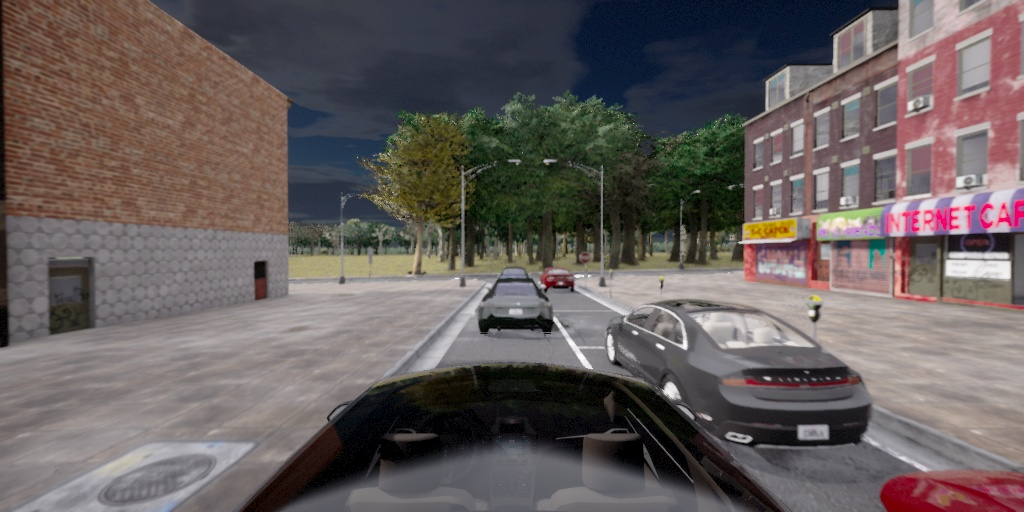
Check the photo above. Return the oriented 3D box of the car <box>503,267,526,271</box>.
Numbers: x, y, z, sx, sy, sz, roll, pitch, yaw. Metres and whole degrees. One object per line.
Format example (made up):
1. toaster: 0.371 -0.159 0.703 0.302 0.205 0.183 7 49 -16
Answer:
1. car: 0.143 1.339 21.297 2.033 1.411 5.357 0 0 2

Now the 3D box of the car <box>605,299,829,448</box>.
1. car: 2.637 1.307 5.310 2.007 1.370 4.403 0 0 0

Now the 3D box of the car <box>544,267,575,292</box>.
1. car: 2.636 1.337 21.530 1.888 1.381 4.507 0 0 0

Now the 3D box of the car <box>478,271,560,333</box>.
1. car: 0.098 1.331 10.757 1.994 1.385 4.181 0 0 0
